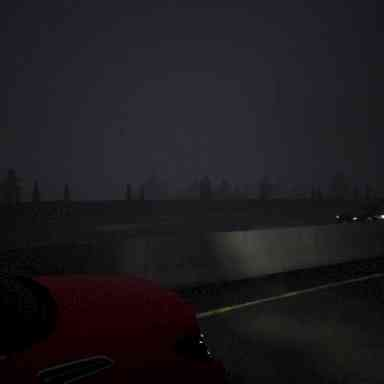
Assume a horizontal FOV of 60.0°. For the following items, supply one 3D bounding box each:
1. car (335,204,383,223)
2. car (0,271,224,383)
[{"bbox_3d":[12.117,1.528,22.069,5.357,1.411,2.033,0,0,-22],"label":"car"},{"bbox_3d":[-2.383,1.211,1.944,5.566,2.045,2.150,0,0,-36],"label":"car"}]
